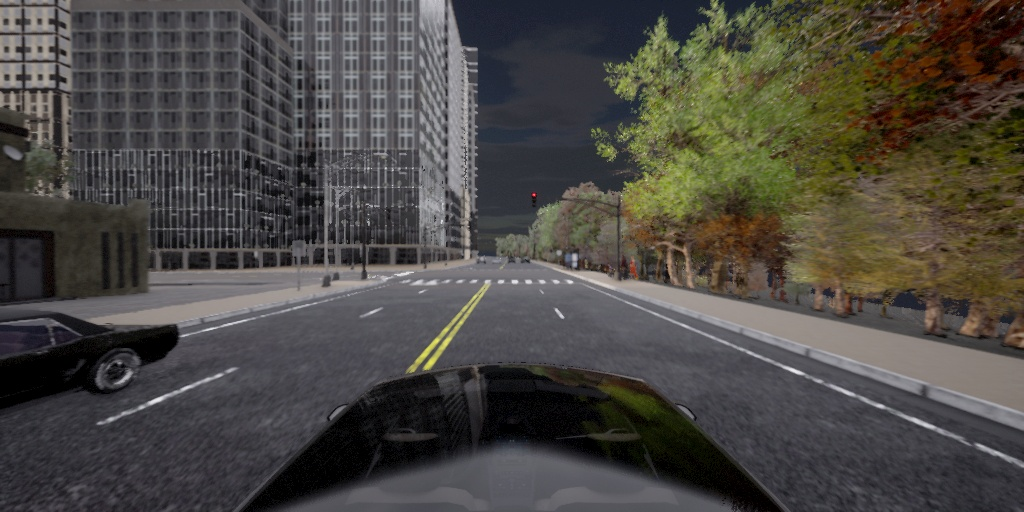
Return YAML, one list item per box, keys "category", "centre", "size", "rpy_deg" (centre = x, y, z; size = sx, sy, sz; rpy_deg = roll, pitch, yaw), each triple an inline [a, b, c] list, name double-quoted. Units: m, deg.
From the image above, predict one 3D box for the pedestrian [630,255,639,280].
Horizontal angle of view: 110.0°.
- category: "pedestrian"
  centre: [8.807, 0.817, 26.091]
  size: [0.375, 1.860, 0.375]
  rpy_deg: [0, 1, 0]

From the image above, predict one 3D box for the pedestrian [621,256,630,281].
- category: "pedestrian"
  centre: [7.964, 0.819, 25.490]
  size: [0.375, 1.860, 0.375]
  rpy_deg: [0, 1, 0]

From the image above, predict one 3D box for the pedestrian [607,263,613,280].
- category: "pedestrian"
  centre: [7.363, 1.095, 26.692]
  size: [0.375, 1.300, 0.375]
  rpy_deg: [0, 1, 0]

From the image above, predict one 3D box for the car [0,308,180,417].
- category: "car"
  centre: [-6.601, 1.344, 3.851]
  size: [1.895, 1.301, 4.718]
  rpy_deg: [0, 0, 0]
